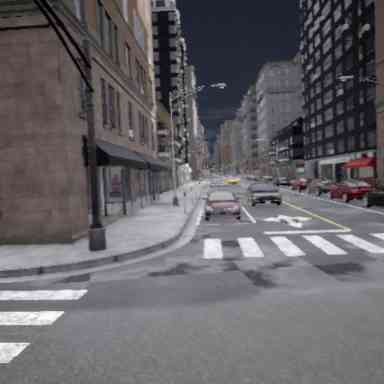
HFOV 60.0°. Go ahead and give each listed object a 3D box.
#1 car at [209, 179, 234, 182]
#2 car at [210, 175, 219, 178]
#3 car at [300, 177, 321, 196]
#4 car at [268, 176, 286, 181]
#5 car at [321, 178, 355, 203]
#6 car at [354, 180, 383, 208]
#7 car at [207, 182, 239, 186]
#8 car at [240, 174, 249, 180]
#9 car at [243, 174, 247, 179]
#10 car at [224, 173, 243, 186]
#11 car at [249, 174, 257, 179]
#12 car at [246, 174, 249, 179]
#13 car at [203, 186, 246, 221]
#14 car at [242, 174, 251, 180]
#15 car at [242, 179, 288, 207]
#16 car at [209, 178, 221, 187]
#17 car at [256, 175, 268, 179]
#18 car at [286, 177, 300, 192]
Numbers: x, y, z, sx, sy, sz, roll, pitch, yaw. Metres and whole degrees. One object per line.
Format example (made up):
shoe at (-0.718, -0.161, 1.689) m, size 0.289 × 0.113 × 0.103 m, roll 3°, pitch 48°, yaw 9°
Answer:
car at (2.138, -0.088, 27.764) m, size 2.008 × 1.369 × 4.403 m, roll -2°, pitch 3°, yaw 4°
car at (3.479, -1.375, 49.633) m, size 1.752 × 1.417 × 4.829 m, roll -2°, pitch 3°, yaw 4°
car at (10.640, -0.427, 27.230) m, size 2.008 × 1.369 × 4.403 m, roll -2°, pitch 3°, yaw 4°
car at (11.655, -1.365, 43.764) m, size 1.947 × 1.339 × 4.313 m, roll -2°, pitch 3°, yaw 4°
car at (10.302, -0.116, 21.718) m, size 1.887 × 1.381 × 4.507 m, roll -2°, pitch 3°, yaw 4°
car at (9.965, 0.222, 16.208) m, size 1.947 × 1.339 × 4.313 m, roll -2°, pitch 3°, yaw 4°
car at (1.801, 0.244, 22.255) m, size 1.947 × 1.339 × 4.313 m, roll -2°, pitch 3°, yaw 4°
car at (14.693, -4.355, 93.358) m, size 1.967 × 1.590 × 4.097 m, roll -2°, pitch 3°, yaw 4°
car at (13.683, -3.276, 76.832) m, size 1.947 × 1.339 × 4.313 m, roll -2°, pitch 3°, yaw 4°
car at (6.550, -1.753, 53.223) m, size 1.882 × 1.535 × 5.008 m, roll -2°, pitch 3°, yaw 4°
car at (13.007, -2.639, 65.809) m, size 1.947 × 1.339 × 4.313 m, roll -2°, pitch 3°, yaw 4°
car at (13.346, -2.941, 71.321) m, size 1.802 × 1.307 × 4.206 m, roll -2°, pitch 3°, yaw 4°
car at (1.463, 0.577, 16.746) m, size 1.802 × 1.307 × 4.206 m, roll -2°, pitch 3°, yaw 4°
car at (14.355, -4.037, 87.846) m, size 1.967 × 1.590 × 4.097 m, roll -2°, pitch 3°, yaw 4°
car at (4.662, 0.093, 22.408) m, size 2.033 × 1.411 × 5.357 m, roll -2°, pitch 3°, yaw 4°
car at (3.829, -1.662, 55.314) m, size 1.947 × 1.339 × 4.313 m, roll -2°, pitch 3°, yaw 4°
car at (12.330, -2.017, 54.786) m, size 2.008 × 1.369 × 4.403 m, roll -2°, pitch 3°, yaw 4°
car at (10.978, -0.751, 32.741) m, size 1.887 × 1.381 × 4.507 m, roll -2°, pitch 3°, yaw 4°
